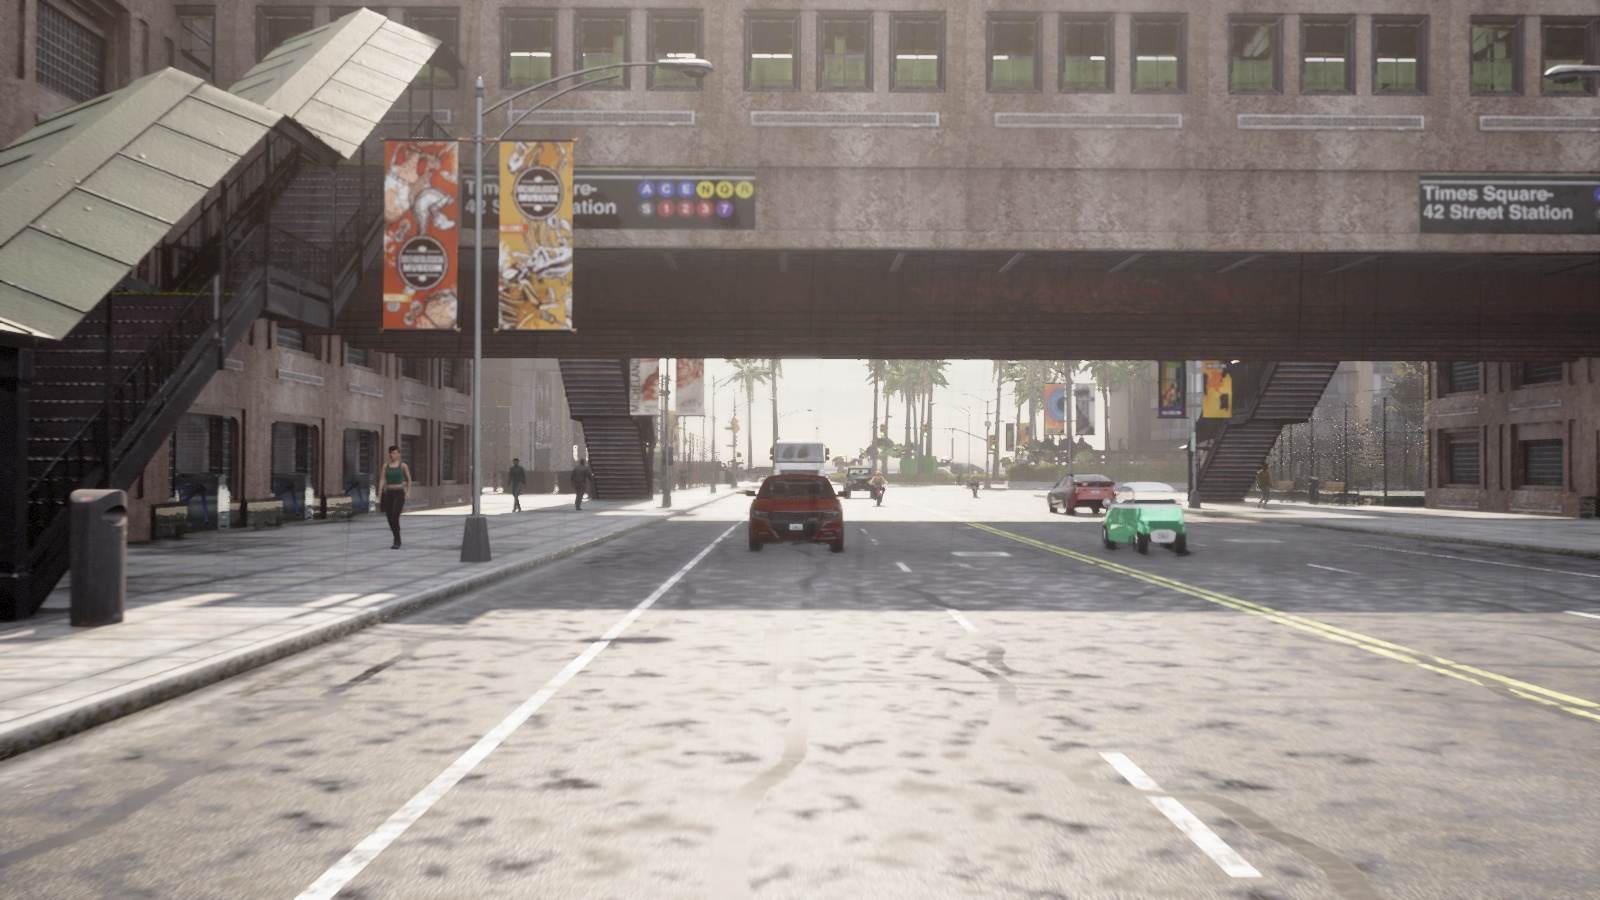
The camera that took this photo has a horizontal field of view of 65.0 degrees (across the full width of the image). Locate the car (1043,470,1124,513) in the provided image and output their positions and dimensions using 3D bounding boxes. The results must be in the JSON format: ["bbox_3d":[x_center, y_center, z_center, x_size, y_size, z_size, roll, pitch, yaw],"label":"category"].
[{"bbox_3d":[10.522,1.505,46.932,2.007,1.525,4.514,0,-1,0],"label":"car"}]

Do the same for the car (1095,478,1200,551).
[{"bbox_3d":[6.940,1.264,25.227,1.481,1.376,2.207,0,-1,0],"label":"car"}]

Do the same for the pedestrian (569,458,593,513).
[{"bbox_3d":[-7.622,1.234,43.751,0.563,1.883,0.849,0,-1,11],"label":"pedestrian"}]

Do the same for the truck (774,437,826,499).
[{"bbox_3d":[-0.025,1.068,73.807,2.891,3.462,7.936,0,-1,0],"label":"truck"}]

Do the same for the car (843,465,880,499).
[{"bbox_3d":[3.481,1.799,71.817,1.905,1.878,3.866,0,-1,0],"label":"car"}]

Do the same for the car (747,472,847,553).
[{"bbox_3d":[-0.063,1.234,26.370,1.882,1.535,5.008,0,-1,0],"label":"car"}]

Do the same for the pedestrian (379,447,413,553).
[{"bbox_3d":[-7.103,0.869,22.075,0.345,1.836,0.594,0,-1,7],"label":"pedestrian"}]

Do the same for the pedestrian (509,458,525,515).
[{"bbox_3d":[-9.225,1.193,40.918,0.353,1.847,0.614,0,-1,5],"label":"pedestrian"}]

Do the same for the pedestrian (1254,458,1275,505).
[{"bbox_3d":[18.051,1.216,48.806,0.431,1.840,0.709,0,-1,-12],"label":"pedestrian"}]
